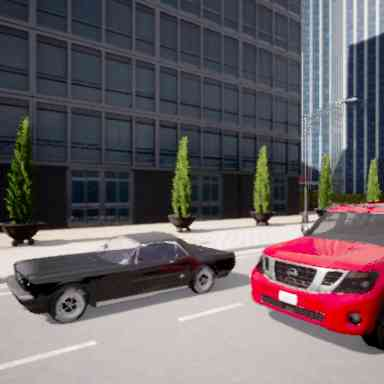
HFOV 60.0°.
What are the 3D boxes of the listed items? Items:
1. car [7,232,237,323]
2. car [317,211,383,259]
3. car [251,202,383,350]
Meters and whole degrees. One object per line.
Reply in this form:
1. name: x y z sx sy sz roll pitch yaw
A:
1. car: -1.348 1.610 7.313 4.718 1.301 1.895 0 0 -35
2. car: 7.648 1.591 13.647 5.357 1.411 2.033 0 0 -35
3. car: 3.689 1.242 6.591 5.566 2.045 2.150 0 0 -35
